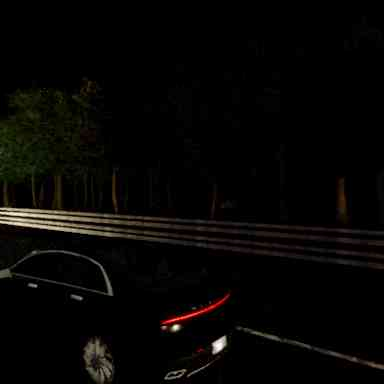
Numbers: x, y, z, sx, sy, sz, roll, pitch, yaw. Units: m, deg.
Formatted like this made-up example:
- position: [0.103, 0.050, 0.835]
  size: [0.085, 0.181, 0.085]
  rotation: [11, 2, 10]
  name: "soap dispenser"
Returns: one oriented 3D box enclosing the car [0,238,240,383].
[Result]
- position: [-1.637, 1.498, 5.246]
  size: [4.892, 1.490, 1.837]
  rotation: [0, 0, 36]
  name: "car"
